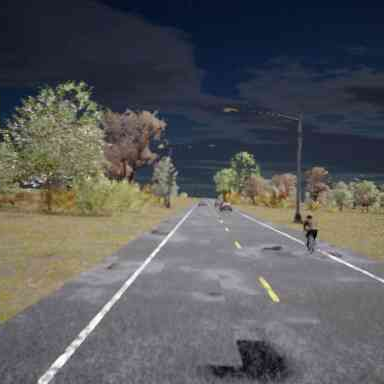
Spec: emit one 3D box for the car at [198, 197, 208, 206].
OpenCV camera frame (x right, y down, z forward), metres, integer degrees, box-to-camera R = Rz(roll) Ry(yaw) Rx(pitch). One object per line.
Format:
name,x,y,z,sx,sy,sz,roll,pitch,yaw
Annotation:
car,2.485,2.292,74.935,2.097,1.767,4.553,2,-1,2

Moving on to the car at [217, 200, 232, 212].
car,5.282,2.289,52.037,1.812,1.442,4.674,2,0,2

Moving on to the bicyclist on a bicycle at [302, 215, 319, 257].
bicyclist on a bicycle,4.816,1.761,13.540,0.582,1.620,1.656,2,-1,2

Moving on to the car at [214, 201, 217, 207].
car,5.906,2.561,72.809,2.033,1.411,5.357,2,-1,2
